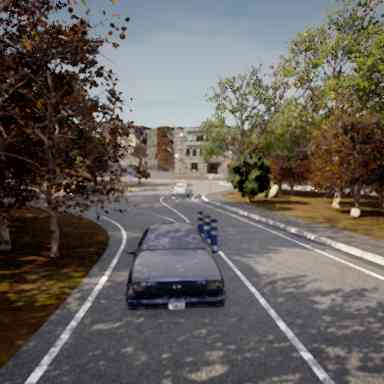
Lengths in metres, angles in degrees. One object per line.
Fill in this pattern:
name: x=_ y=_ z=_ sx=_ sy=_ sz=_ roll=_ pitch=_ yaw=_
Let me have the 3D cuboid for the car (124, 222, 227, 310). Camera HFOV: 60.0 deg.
car: x=-0.491 y=1.488 z=8.255 sx=2.033 sy=1.411 sz=5.357 roll=0 pitch=1 yaw=-5

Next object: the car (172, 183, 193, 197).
car: x=-1.061 y=-0.290 z=38.546 sx=1.812 sy=1.442 sz=4.674 roll=0 pitch=5 yaw=5

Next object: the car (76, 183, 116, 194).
car: x=-11.131 y=-0.353 z=38.643 sx=4.892 sy=1.490 sz=1.837 roll=-1 pitch=6 yaw=-18

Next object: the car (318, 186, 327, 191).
car: x=22.715 y=-0.688 z=54.572 sx=4.892 sy=1.490 sz=1.837 roll=4 pitch=5 yaw=1
